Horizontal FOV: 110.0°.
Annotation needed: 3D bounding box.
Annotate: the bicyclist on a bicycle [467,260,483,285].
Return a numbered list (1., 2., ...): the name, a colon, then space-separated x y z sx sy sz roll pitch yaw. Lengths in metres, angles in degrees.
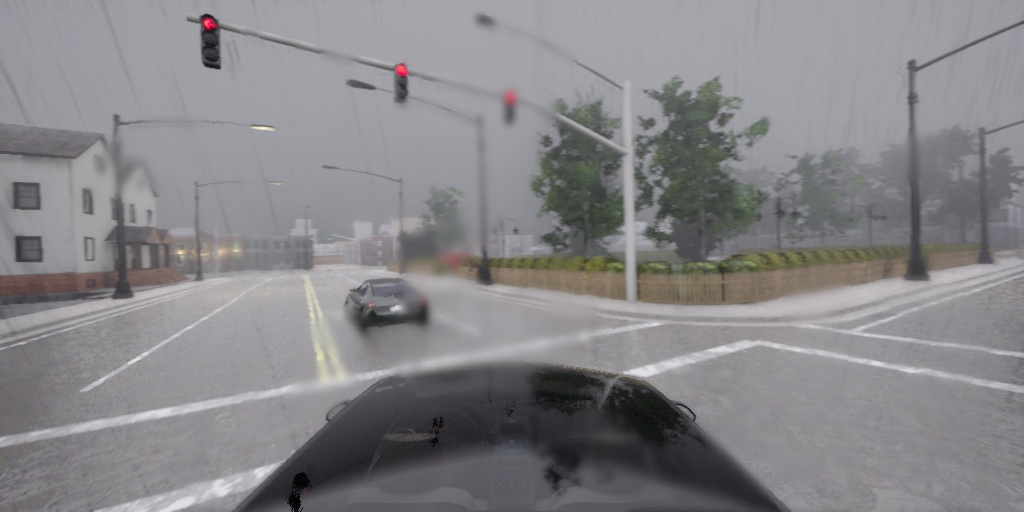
1. bicyclist on a bicycle: -2.248 0.989 22.611 1.656 1.620 0.582 -11 -15 -33

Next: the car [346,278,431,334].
1. car: -3.991 1.387 11.236 1.994 1.385 4.181 -2 0 -29
